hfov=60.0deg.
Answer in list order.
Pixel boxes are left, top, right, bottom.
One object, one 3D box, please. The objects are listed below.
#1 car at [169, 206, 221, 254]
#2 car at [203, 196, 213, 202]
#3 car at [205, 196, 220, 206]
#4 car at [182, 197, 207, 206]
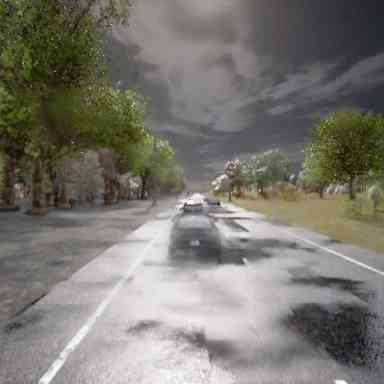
[{"bbox_3d":[0.101,1.518,13.255,1.812,1.442,4.674,0,0,0],"label":"car"},{"bbox_3d":[3.503,1.562,73.206,1.895,1.301,4.718,0,0,0],"label":"car"},{"bbox_3d":[3.602,1.537,55.582,1.994,1.385,4.181,0,0,0],"label":"car"},{"bbox_3d":[0.099,1.475,32.413,2.128,1.511,4.902,0,0,0],"label":"car"}]
